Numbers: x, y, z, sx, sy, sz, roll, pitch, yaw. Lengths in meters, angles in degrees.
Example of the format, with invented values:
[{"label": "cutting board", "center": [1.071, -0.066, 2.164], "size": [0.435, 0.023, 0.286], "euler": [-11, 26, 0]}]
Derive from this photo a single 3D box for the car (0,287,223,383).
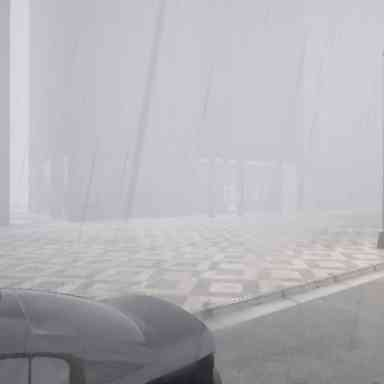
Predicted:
[{"label": "car", "center": [-2.088, 1.478, 1.881], "size": [5.008, 1.535, 1.882], "euler": [0, 0, -36]}]
